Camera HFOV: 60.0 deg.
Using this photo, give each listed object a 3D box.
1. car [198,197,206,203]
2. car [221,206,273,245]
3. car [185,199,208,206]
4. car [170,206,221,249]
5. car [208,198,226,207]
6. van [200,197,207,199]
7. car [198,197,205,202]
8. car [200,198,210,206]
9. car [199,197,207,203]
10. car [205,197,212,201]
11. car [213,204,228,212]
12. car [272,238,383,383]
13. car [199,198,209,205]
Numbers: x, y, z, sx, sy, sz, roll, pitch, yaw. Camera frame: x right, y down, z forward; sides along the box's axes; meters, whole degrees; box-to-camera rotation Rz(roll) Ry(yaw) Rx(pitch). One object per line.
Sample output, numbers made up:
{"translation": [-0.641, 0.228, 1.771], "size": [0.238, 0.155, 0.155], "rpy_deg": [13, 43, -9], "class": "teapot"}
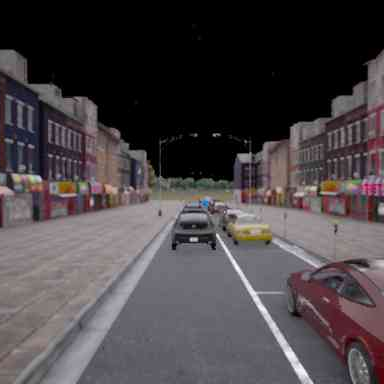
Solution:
{"translation": [2.608, 2.118, 87.790], "size": [1.802, 1.307, 4.206], "rpy_deg": [-1, 0, 0], "class": "car"}
{"translation": [2.618, 1.621, 16.039], "size": [1.752, 1.417, 4.829], "rpy_deg": [-1, 0, 0], "class": "car"}
{"translation": [0.081, 1.677, 31.020], "size": [2.128, 1.511, 4.902], "rpy_deg": [0, 0, 0], "class": "car"}
{"translation": [0.082, 1.593, 15.100], "size": [1.837, 1.490, 4.892], "rpy_deg": [0, -1, 0], "class": "car"}
{"translation": [3.018, 1.748, 37.137], "size": [1.812, 1.442, 4.674], "rpy_deg": [0, 0, 0], "class": "car"}
{"translation": [2.608, 1.670, 54.597], "size": [1.690, 1.788, 3.998], "rpy_deg": [-1, 0, 0], "class": "van"}
{"translation": [2.606, 2.122, 93.322], "size": [2.008, 1.369, 4.403], "rpy_deg": [-1, 0, 0], "class": "car"}
{"translation": [2.610, 1.924, 65.830], "size": [1.752, 1.417, 4.829], "rpy_deg": [-1, 0, 0], "class": "car"}
{"translation": [2.608, 2.028, 82.427], "size": [1.752, 1.417, 4.829], "rpy_deg": [-1, 0, 0], "class": "car"}
{"translation": [3.016, 1.791, 44.139], "size": [1.812, 1.442, 4.674], "rpy_deg": [0, 0, 0], "class": "car"}
{"translation": [2.618, 1.678, 21.401], "size": [2.008, 1.369, 4.403], "rpy_deg": [-1, 0, 0], "class": "car"}
{"translation": [2.622, 1.611, 4.804], "size": [1.802, 1.307, 4.206], "rpy_deg": [-1, 0, 0], "class": "car"}
{"translation": [2.610, 1.998, 71.192], "size": [1.947, 1.339, 4.313], "rpy_deg": [-1, 0, 0], "class": "car"}
